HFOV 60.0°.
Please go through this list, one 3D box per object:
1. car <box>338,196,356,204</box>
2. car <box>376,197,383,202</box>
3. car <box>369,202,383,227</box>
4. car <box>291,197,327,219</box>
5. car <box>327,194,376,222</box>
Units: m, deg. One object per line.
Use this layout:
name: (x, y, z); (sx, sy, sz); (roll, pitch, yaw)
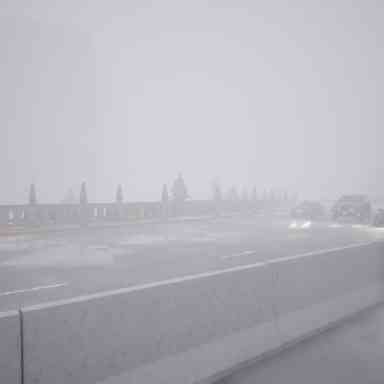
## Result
car: (30.033, 1.507, 64.605); (2.128, 1.511, 4.902); (0, 0, 13)
car: (32.391, 1.599, 58.923); (1.895, 1.301, 4.718); (0, 0, 15)
car: (13.424, 1.564, 21.917); (1.994, 1.385, 4.181); (0, 0, 39)
car: (10.196, 1.491, 29.062); (2.128, 1.511, 4.902); (0, 0, 37)
car: (13.014, 1.221, 26.930); (2.150, 2.045, 5.566); (0, 0, 37)
